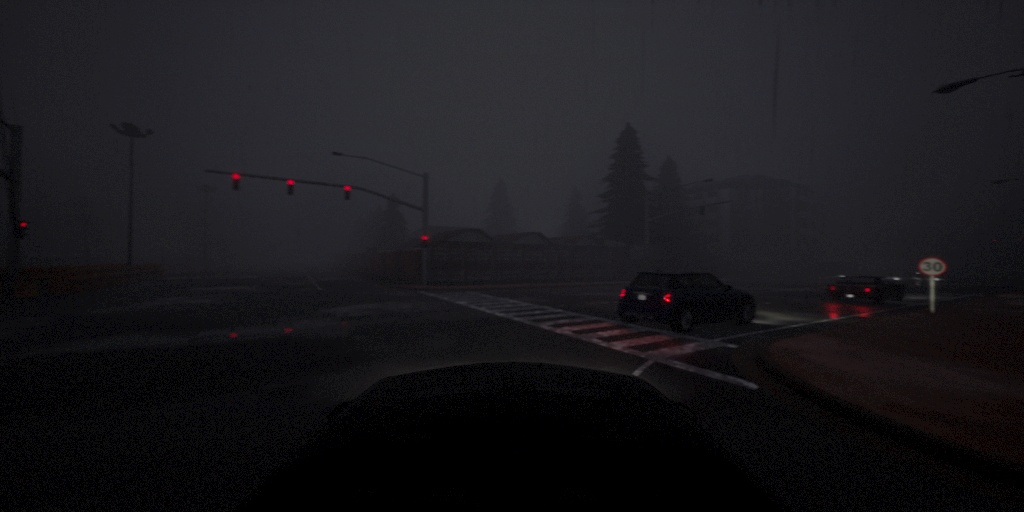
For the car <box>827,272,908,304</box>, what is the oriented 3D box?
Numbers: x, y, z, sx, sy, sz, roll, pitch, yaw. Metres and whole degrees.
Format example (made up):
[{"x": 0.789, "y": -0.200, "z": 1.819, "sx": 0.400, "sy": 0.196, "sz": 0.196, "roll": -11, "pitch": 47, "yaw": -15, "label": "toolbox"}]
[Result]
[{"x": 18.606, "y": 1.694, "z": 18.762, "sx": 4.718, "sy": 1.301, "sz": 1.895, "roll": 1, "pitch": -1, "yaw": -30, "label": "car"}]

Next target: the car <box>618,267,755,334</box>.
[{"x": 5.565, "y": 1.239, "z": 11.310, "sx": 4.553, "sy": 1.767, "sz": 2.097, "roll": 1, "pitch": -1, "yaw": -30, "label": "car"}]
